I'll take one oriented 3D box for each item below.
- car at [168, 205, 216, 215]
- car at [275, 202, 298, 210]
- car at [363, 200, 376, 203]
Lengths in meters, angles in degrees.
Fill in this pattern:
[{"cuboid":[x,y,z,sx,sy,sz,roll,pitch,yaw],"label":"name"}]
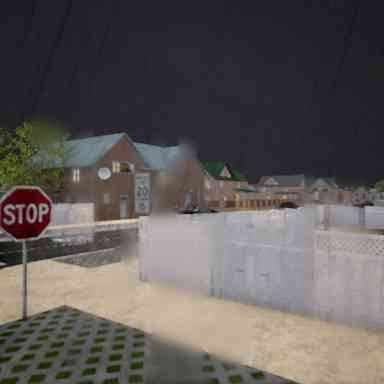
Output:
[{"cuboid":[0.051,1.748,25.590,2.128,1.511,4.902,0,-1,35],"label":"car"},{"cuboid":[12.268,2.028,42.807,1.812,1.442,4.674,0,-1,36],"label":"car"},{"cuboid":[43.084,2.741,81.638,2.033,1.411,5.357,0,-1,35],"label":"car"}]
